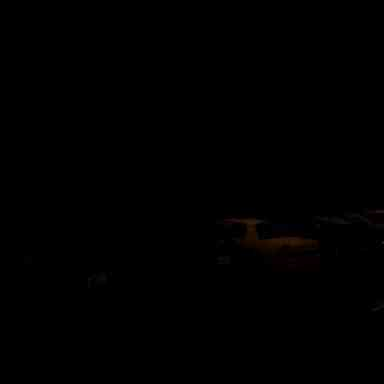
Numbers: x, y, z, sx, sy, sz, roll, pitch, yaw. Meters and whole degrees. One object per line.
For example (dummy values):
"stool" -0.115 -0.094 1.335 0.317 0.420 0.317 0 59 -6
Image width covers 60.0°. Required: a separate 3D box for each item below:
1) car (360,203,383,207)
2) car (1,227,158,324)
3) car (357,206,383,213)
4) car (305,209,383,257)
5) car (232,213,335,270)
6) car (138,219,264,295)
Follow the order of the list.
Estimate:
"car" 8.280 1.503 15.577 1.946 1.575 5.366 0 0 -35
"car" -2.931 1.513 7.391 2.163 1.488 4.792 0 0 -35
"car" 6.124 1.502 13.820 2.231 1.521 4.892 0 0 -35
"car" 3.871 1.498 12.197 2.231 1.521 4.892 0 0 -35
"car" 1.499 1.489 10.742 1.946 1.575 5.366 0 0 -35
"car" -0.671 1.518 9.003 2.163 1.488 4.792 0 0 -35
